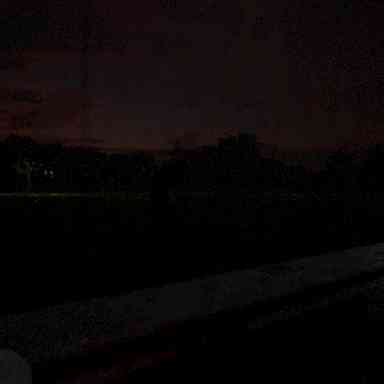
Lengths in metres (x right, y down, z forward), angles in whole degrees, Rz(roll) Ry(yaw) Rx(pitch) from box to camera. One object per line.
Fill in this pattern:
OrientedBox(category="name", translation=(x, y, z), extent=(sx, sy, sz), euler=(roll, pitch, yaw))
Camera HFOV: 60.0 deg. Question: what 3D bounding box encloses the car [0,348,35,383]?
OrientedBox(category="car", translation=(-2.918, 1.534, 0.996), extent=(4.674, 1.442, 1.812), euler=(0, 0, -35))
